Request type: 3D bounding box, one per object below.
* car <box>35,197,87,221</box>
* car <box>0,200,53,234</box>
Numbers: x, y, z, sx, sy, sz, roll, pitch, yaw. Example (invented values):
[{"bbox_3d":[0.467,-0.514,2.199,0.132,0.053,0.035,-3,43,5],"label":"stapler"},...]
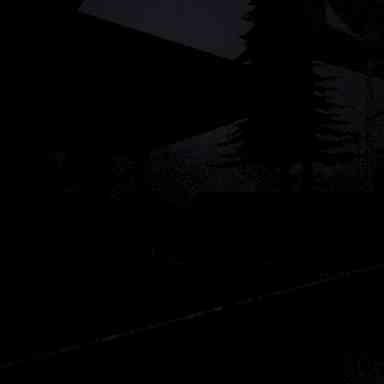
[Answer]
[{"bbox_3d":[-10.035,1.308,24.860,3.866,1.878,1.905,0,0,-36],"label":"car"},{"bbox_3d":[-10.235,1.479,17.731,4.611,1.667,2.242,0,0,-36],"label":"car"}]
